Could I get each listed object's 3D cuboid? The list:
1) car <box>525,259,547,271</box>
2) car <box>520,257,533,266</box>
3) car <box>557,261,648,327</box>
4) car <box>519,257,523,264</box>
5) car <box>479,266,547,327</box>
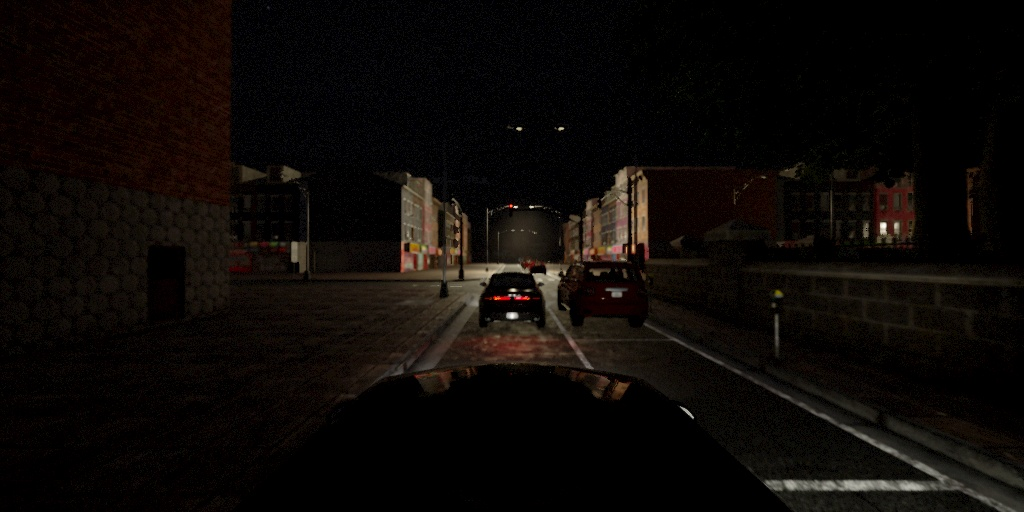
[{"bbox_3d":[2.655,1.294,37.886,1.888,1.381,4.507,0,0,0],"label":"car"},{"bbox_3d":[2.662,1.314,54.198,1.888,1.381,4.507,0,0,0],"label":"car"},{"bbox_3d":[2.642,1.057,11.457,2.192,1.841,5.009,0,0,0],"label":"car"},{"bbox_3d":[2.664,1.093,59.635,2.192,1.841,5.009,0,0,0],"label":"car"},{"bbox_3d":[0.005,1.248,11.419,1.837,1.490,4.892,0,0,0],"label":"car"}]
